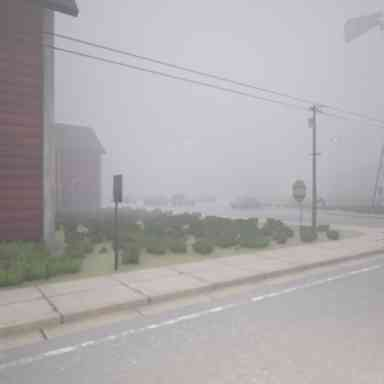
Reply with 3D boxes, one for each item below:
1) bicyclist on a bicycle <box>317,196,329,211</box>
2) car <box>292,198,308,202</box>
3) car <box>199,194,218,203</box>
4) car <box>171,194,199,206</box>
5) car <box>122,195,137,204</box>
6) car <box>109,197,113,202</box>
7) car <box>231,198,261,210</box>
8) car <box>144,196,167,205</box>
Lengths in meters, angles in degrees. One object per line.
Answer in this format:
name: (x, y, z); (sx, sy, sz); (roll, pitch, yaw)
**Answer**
bicyclist on a bicycle: (14.402, 1.294, 37.010); (1.656, 1.620, 0.582); (0, 0, -2)
car: (16.622, 1.513, 51.179); (3.905, 1.438, 1.784); (0, 0, -36)
car: (3.178, 1.301, 69.196); (4.605, 1.855, 1.932); (0, 0, -36)
car: (-1.479, 1.306, 53.139); (3.866, 1.878, 1.905); (0, 0, -36)
car: (-11.776, 1.485, 60.166); (2.128, 1.511, 4.902); (0, 0, -37)
car: (-15.800, 1.473, 72.655); (4.611, 1.667, 2.242); (0, 0, -36)
car: (6.955, 1.500, 42.606); (4.193, 1.474, 1.816); (0, 0, -36)
car: (-5.768, 1.346, 52.159); (2.097, 1.767, 4.553); (0, 0, -36)
